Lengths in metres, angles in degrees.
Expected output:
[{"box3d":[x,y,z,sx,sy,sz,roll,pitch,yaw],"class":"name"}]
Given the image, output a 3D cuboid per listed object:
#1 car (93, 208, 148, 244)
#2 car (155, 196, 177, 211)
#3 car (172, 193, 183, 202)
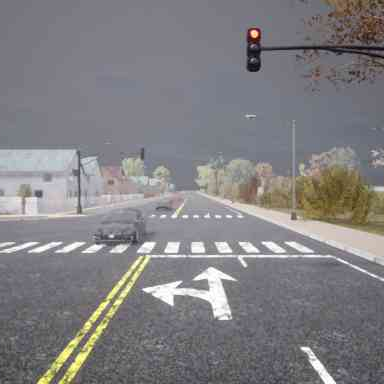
[{"box3d":[-3.248,1.551,15.851,1.837,1.490,4.892,0,0,0],"class":"car"},{"box3d":[-3.252,1.540,39.606,2.033,1.411,5.357,0,0,0],"class":"car"},{"box3d":[-3.239,1.144,73.969,2.150,2.045,5.566,0,0,0],"class":"car"}]
